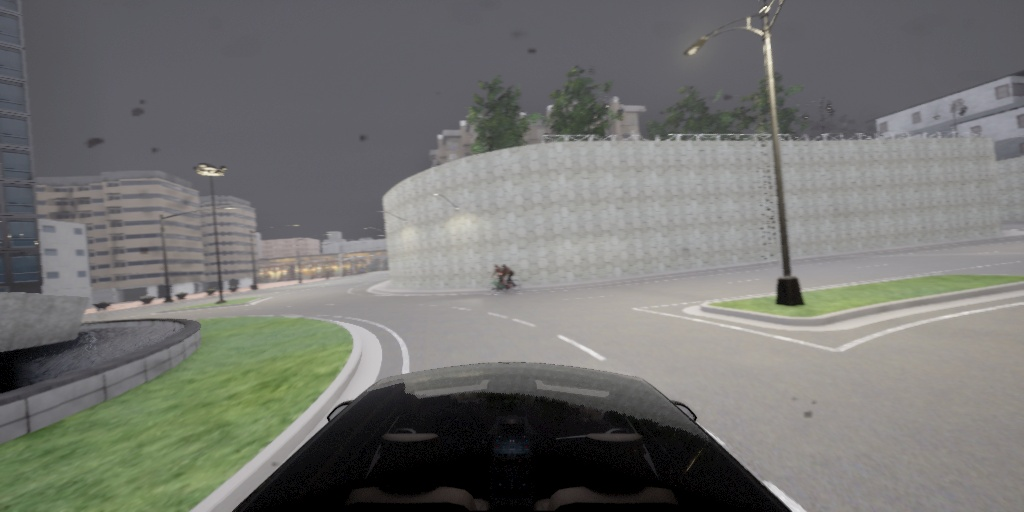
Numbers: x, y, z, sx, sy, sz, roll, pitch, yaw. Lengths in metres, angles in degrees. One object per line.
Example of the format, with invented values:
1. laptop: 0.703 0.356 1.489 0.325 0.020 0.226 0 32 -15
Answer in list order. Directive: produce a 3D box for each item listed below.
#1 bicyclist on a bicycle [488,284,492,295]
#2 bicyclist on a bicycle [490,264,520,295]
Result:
1. bicyclist on a bicycle: -0.711 1.266 19.721 0.582 1.620 1.656 3 7 45
2. bicyclist on a bicycle: -0.229 1.234 19.723 1.656 1.620 0.582 -6 -1 -41
